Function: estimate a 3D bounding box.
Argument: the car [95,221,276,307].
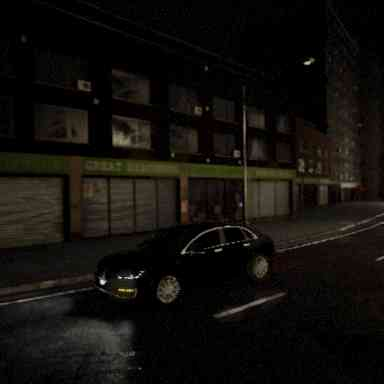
[{"bbox_3d":[0.080,1.527,8.175,4.892,1.490,1.837,0,0,-40],"label":"car"}]
